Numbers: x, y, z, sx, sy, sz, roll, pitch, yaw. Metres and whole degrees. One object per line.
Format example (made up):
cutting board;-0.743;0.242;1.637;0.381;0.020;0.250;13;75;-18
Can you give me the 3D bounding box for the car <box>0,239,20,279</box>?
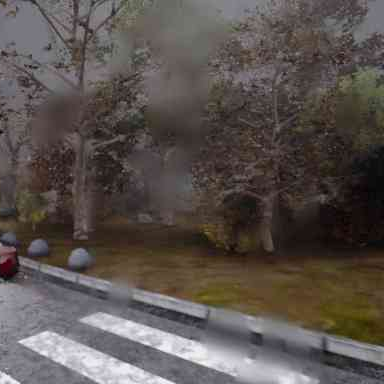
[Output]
car;-6.440;1.603;9.094;4.181;1.385;1.994;0;0;41
